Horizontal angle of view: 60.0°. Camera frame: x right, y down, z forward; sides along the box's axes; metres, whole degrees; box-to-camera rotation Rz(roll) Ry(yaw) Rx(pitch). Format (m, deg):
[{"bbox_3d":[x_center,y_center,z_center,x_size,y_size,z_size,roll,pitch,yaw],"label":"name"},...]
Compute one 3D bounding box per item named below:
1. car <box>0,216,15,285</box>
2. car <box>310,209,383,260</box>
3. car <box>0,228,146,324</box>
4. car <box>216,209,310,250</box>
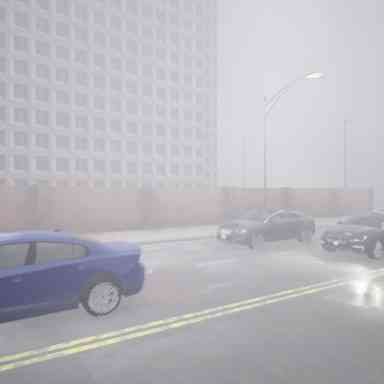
[{"bbox_3d":[-7.005,1.492,7.788,4.902,1.511,2.128,0,0,-33],"label":"car"},{"bbox_3d":[6.906,1.505,12.554,4.892,1.490,1.837,1,0,-33],"label":"car"},{"bbox_3d":[-3.304,1.478,6.006,5.008,1.535,1.882,0,0,-33],"label":"car"},{"bbox_3d":[3.285,1.491,14.397,4.902,1.511,2.128,0,0,-33],"label":"car"}]
